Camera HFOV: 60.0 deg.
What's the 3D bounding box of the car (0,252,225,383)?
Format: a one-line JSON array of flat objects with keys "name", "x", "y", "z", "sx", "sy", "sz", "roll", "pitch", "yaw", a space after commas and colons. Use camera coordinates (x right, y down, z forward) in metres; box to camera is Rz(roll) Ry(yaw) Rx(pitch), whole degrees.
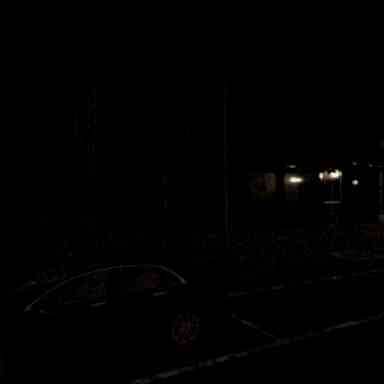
[{"name": "car", "x": -1.571, "y": 1.673, "z": 5.073, "sx": 4.403, "sy": 1.369, "sz": 2.008, "roll": 1, "pitch": -2, "yaw": -28}]
